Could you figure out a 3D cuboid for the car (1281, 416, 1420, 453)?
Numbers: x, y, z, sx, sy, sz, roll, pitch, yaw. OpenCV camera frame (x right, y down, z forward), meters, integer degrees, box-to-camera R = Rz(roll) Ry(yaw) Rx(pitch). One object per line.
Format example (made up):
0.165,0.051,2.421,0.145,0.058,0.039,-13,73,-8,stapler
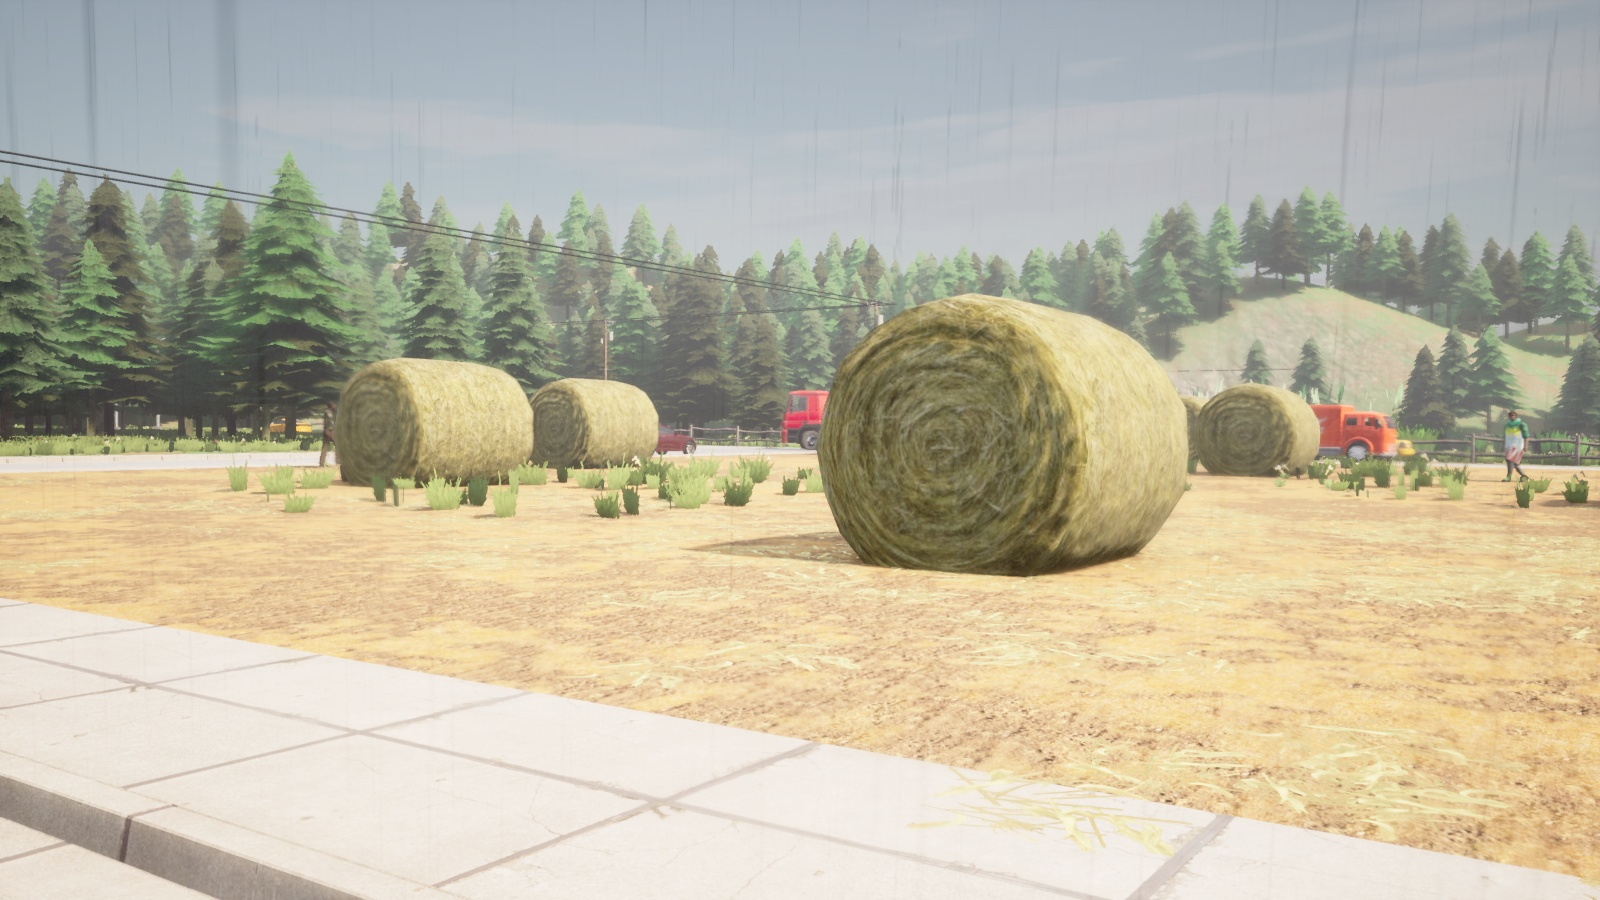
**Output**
24.199,-0.695,55.314,5.366,1.575,1.801,0,2,38,car

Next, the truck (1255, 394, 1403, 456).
22.087,-1.044,52.512,5.204,2.467,2.627,0,2,38,truck

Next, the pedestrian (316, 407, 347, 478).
-12.901,-0.209,34.570,0.692,1.930,0.395,-1,2,-38,pedestrian

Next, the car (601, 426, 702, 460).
-6.605,-0.326,56.305,1.812,1.442,4.674,0,1,35,car

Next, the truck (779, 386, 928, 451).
3.036,-1.745,70.594,7.936,3.462,2.891,0,1,13,truck

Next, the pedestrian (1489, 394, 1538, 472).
18.172,-0.441,31.994,0.873,1.952,0.659,-1,1,-12,pedestrian
